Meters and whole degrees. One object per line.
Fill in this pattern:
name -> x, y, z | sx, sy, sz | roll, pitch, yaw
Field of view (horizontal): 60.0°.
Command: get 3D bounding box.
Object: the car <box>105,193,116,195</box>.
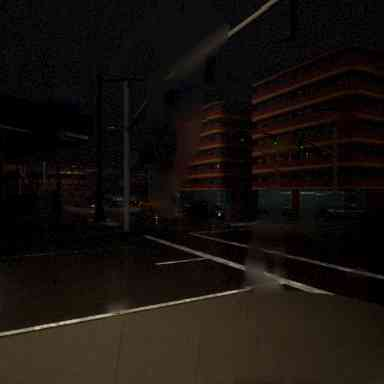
car -> -14.252, 1.352, 61.104 | 2.097, 1.767, 4.553 | 0, 0, -30

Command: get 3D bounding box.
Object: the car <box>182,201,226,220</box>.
car -> 0.897, 1.491, 28.056 | 2.128, 1.511, 4.902 | 0, 0, -30

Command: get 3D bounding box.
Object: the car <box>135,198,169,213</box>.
car -> -4.231, 1.478, 36.778 | 1.882, 1.535, 5.008 | 0, 0, -30

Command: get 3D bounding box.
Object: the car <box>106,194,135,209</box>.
car -> -10.126, 1.491, 46.814 | 2.128, 1.511, 4.902 | 0, 0, -30

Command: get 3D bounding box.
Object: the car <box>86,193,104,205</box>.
car -> -17.733, 1.418, 59.930 | 1.837, 1.490, 4.892 | 0, 0, -30

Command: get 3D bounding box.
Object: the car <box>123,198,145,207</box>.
car -> -9.172, 1.601, 52.470 | 1.895, 1.301, 4.718 | 0, 0, -30
